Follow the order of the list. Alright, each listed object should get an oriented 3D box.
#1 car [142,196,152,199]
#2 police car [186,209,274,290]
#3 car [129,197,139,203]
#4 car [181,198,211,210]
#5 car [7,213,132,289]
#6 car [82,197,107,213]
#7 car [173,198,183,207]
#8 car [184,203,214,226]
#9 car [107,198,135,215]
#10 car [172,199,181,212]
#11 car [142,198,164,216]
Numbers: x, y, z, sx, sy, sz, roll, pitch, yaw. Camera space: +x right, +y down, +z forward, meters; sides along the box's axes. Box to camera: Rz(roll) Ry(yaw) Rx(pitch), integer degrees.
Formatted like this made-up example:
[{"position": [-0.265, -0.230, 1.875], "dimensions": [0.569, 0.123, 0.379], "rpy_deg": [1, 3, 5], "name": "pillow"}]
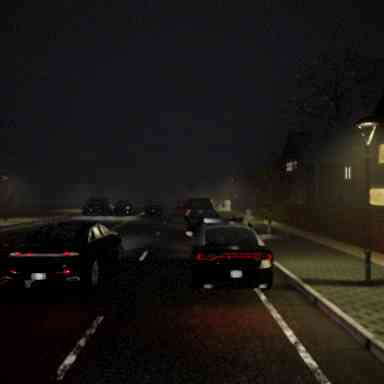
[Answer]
[{"position": [-10.295, 1.900, 77.253], "dimensions": [2.150, 2.045, 5.566], "rpy_deg": [0, -1, -5], "name": "car"}, {"position": [0.872, 1.508, 9.449], "dimensions": [1.930, 1.638, 5.238], "rpy_deg": [0, -1, -1], "name": "police car"}, {"position": [-13.739, 1.920, 79.176], "dimensions": [1.994, 1.385, 4.181], "rpy_deg": [0, -1, -5], "name": "car"}, {"position": [0.460, 1.449, 25.470], "dimensions": [2.150, 2.045, 5.566], "rpy_deg": [0, -1, -2], "name": "car"}, {"position": [-3.268, 1.577, 9.439], "dimensions": [2.128, 1.511, 4.902], "rpy_deg": [0, 0, -1], "name": "car"}, {"position": [-10.916, 1.578, 38.180], "dimensions": [2.150, 2.045, 5.566], "rpy_deg": [0, -1, -3], "name": "car"}, {"position": [-2.899, 2.089, 67.296], "dimensions": [1.882, 1.535, 5.008], "rpy_deg": [0, -1, -5], "name": "car"}, {"position": [0.648, 1.648, 19.403], "dimensions": [1.882, 1.535, 5.008], "rpy_deg": [0, -1, -2], "name": "car"}, {"position": [-7.588, 1.688, 36.565], "dimensions": [2.097, 1.767, 4.553], "rpy_deg": [0, -1, -3], "name": "car"}, {"position": [-1.339, 1.750, 44.313], "dimensions": [2.097, 1.767, 4.553], "rpy_deg": [0, -1, -3], "name": "car"}, {"position": [-4.162, 1.814, 37.173], "dimensions": [1.882, 1.535, 5.008], "rpy_deg": [0, 0, -3], "name": "car"}]
